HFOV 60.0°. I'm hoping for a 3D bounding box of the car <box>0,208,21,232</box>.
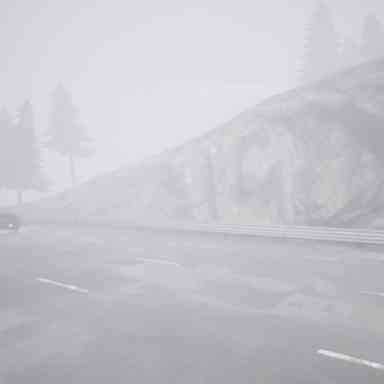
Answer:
[{"bbox_3d":[-12.763,1.754,20.890,4.892,1.490,1.837,-1,-1,31],"label":"car"}]
